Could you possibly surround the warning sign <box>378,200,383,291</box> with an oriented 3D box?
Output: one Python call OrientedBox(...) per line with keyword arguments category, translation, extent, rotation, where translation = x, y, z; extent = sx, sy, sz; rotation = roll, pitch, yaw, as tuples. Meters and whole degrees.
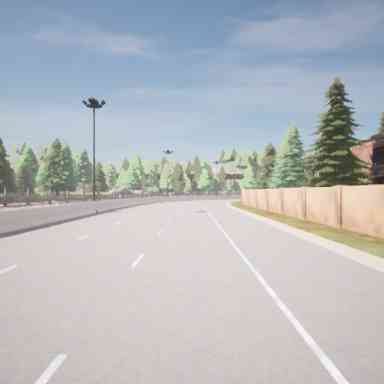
OrientedBox(category="warning sign", translation=(4.550, 1.088, 6.434), extent=(1.300, 1.860, 1.060), rotation=(0, 0, 0))
